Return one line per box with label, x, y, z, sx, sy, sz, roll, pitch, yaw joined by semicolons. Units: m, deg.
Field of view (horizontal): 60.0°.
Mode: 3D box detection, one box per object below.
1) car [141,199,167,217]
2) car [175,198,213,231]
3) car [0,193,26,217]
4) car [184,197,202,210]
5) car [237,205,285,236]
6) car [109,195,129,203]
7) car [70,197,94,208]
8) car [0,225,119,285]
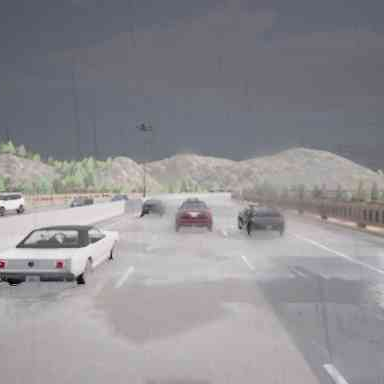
car;-3.390;1.399;29.712;1.837;1.490;4.892;0;0;0
car;0.108;1.280;20.098;2.097;1.767;4.553;0;0;0
car;-17.573;1.111;30.727;2.150;2.045;5.566;0;0;0
car;0.115;1.402;40.993;2.033;1.411;5.357;0;0;0
car;3.607;1.427;17.952;2.128;1.511;4.902;0;0;0
car;-10.523;1.180;48.370;2.097;1.767;4.553;0;0;1
car;-14.040;1.342;42.785;2.128;1.511;4.902;0;0;0
car;-3.403;1.567;9.331;1.895;1.301;4.718;0;0;0
